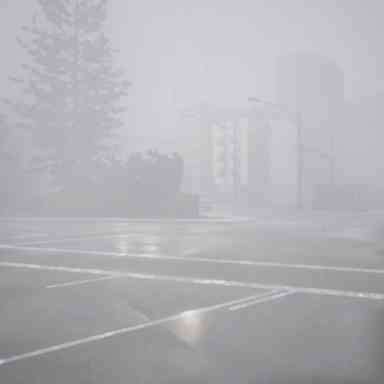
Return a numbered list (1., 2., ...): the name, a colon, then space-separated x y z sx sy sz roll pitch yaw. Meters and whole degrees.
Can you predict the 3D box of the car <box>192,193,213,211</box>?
1. car: 0.147 1.166 38.666 2.150 2.045 5.566 0 0 -35
